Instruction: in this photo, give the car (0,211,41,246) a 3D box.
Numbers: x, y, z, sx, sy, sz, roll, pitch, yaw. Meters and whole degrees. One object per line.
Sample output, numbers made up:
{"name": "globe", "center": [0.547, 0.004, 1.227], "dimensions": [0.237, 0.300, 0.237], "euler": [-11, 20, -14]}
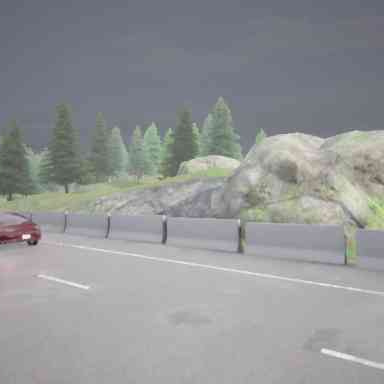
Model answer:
{"name": "car", "center": [-8.184, 1.546, 14.006], "dimensions": [4.674, 1.442, 1.812], "euler": [0, 0, 35]}
